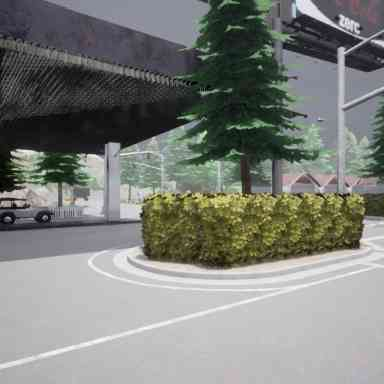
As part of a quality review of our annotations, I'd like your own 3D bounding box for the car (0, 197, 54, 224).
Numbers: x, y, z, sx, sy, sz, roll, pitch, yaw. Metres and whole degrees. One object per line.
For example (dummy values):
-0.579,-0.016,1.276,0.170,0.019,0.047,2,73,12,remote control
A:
-11.963,1.313,23.490,3.866,1.878,1.905,0,0,-36,car
